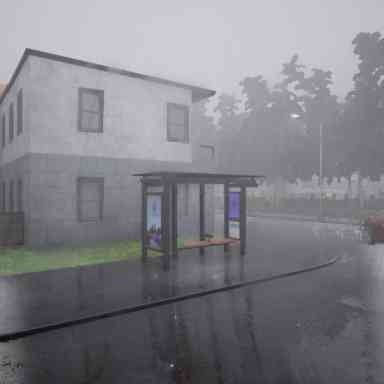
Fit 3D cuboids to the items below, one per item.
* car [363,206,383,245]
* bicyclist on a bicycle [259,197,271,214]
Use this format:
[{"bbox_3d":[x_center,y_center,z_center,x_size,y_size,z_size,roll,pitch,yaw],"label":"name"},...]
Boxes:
[{"bbox_3d":[8.538,1.352,12.504,2.097,1.767,4.553,0,0,-3],"label":"car"},{"bbox_3d":[7.096,1.349,32.407,1.656,1.620,0.582,0,0,-35],"label":"bicyclist on a bicycle"}]
